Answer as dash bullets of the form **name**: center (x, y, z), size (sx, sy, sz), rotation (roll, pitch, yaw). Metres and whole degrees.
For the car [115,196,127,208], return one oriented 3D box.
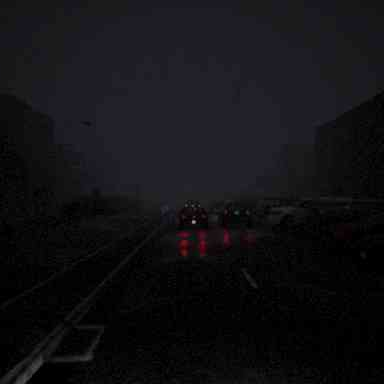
- **car**: center (-12.926, 1.644, 48.738), size (5.566, 2.045, 2.435), rotation (0, 0, 0)

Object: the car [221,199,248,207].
- **car**: center (7.642, 2.019, 59.823), size (4.674, 1.452, 2.002), rotation (0, 0, 0)

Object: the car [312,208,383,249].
- **car**: center (7.647, 1.521, 12.945), size (5.008, 1.535, 2.097), rotation (0, 0, 0)

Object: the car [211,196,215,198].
- **car**: center (7.617, 1.797, 73.614), size (5.566, 2.045, 2.435), rotation (0, 0, 0)

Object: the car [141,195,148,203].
- **car**: center (-12.839, 2.042, 73.750), size (4.892, 1.521, 2.231), rotation (0, 0, 0)

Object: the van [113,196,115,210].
- **van**: center (-12.806, 1.618, 43.178), size (4.442, 1.987, 1.878), rotation (0, -1, 0)

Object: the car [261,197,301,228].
- **car**: center (7.614, 1.338, 21.219), size (5.566, 2.045, 2.435), rotation (0, -1, 0)

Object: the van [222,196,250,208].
- **van**: center (7.528, 1.734, 57.065), size (4.442, 1.987, 1.878), rotation (0, 0, 0)

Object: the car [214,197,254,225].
- **car**: center (3.122, 1.513, 25.337), size (2.097, 1.767, 4.553), rotation (0, 0, 0)

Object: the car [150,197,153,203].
- **car**: center (-13.001, 2.078, 82.210), size (5.366, 1.575, 1.946), rotation (0, 0, 0)

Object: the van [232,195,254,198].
- **van**: center (7.760, 1.619, 43.273), size (4.442, 1.987, 1.878), rotation (0, -1, 0)

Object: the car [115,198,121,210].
- **car**: center (-12.882, 1.901, 46.082), size (4.792, 1.488, 2.163), rotation (0, -1, 0)

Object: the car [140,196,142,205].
- **car**: center (-12.669, 1.990, 62.755), size (5.366, 1.575, 1.946), rotation (0, 0, 0)

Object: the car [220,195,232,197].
- **car**: center (7.616, 1.668, 51.549), size (5.566, 2.045, 2.435), rotation (0, 0, 0)

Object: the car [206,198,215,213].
- **car**: center (3.103, 1.851, 41.433), size (1.837, 1.490, 4.892), rotation (0, 0, 0)

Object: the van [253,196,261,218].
- **van**: center (7.526, 1.427, 26.730), size (4.442, 1.987, 1.878), rotation (0, -1, 0)

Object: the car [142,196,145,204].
- **car**: center (-12.839, 2.018, 68.190), size (5.008, 1.535, 2.097), rotation (0, 0, 0)

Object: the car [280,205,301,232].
- **car**: center (7.645, 1.603, 18.457), size (4.674, 1.452, 2.002), rotation (0, -1, 0)

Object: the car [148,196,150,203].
- **car**: center (-12.832, 2.052, 76.654), size (5.008, 1.535, 2.097), rotation (0, 0, 0)

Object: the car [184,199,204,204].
- **car**: center (0.102, 1.693, 41.035), size (2.097, 1.767, 4.553), rotation (0, -1, 0)

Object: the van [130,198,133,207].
- **van**: center (-12.984, 1.733, 57.074), size (4.442, 1.987, 1.878), rotation (0, 0, 0)

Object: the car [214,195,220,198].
- **car**: center (7.614, 1.910, 70.856), size (4.553, 1.767, 2.185), rotation (0, 0, 0)

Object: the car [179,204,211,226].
- **car**: center (0.110, 1.712, 23.706), size (1.895, 1.301, 4.718), rotation (0, -2, 0)

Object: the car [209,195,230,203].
- **car**: center (7.618, 1.968, 92.904), size (5.566, 2.045, 2.435), rotation (0, -1, 0)

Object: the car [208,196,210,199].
- **car**: center (7.618, 1.891, 87.394), size (5.566, 2.045, 2.435), rotation (0, -1, 0)

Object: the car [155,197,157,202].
- **car**: center (-12.986, 2.166, 90.412), size (5.366, 1.575, 1.946), rotation (0, -1, 0)

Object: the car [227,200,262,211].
- **car**: center (7.615, 1.926, 48.789), size (4.792, 1.488, 2.163), rotation (0, 0, 0)

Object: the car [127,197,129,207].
- **car**: center (-12.879, 1.920, 51.637), size (4.892, 1.521, 2.231), rotation (0, 0, 0)

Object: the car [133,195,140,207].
- **car**: center (-12.830, 1.725, 59.974), size (5.566, 2.045, 2.435), rotation (0, 0, 0)

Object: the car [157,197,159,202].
- **car**: center (-12.766, 1.961, 93.194), size (5.566, 2.045, 2.435), rotation (0, -1, 0)

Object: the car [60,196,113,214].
- **car**: center (-12.966, 1.563, 40.402), size (5.566, 2.045, 2.435), rotation (0, -1, 0)

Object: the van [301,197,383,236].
- **van**: center (7.757, 1.314, 15.582), size (4.442, 1.987, 1.878), rotation (0, -1, 0)

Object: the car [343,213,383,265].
- **car**: center (7.612, 1.535, 10.190), size (4.792, 1.488, 2.163), rotation (0, 0, 0)
